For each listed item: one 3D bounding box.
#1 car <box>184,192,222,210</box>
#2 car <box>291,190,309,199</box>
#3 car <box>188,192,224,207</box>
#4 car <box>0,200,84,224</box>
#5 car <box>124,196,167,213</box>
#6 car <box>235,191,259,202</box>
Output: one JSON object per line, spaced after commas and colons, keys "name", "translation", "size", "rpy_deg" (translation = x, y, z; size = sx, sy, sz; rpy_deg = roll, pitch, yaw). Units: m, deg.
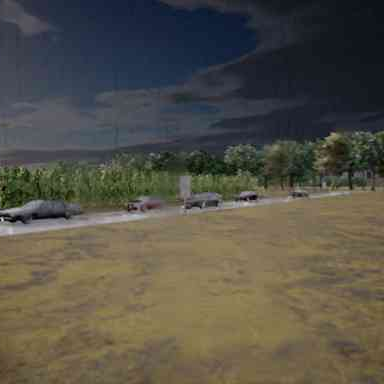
{"name": "car", "translation": [1.149, 0.916, 32.557], "size": [1.837, 1.490, 4.892], "rpy_deg": [0, 1, 35]}
{"name": "car", "translation": [18.792, 0.321, 57.538], "size": [1.882, 1.535, 5.008], "rpy_deg": [0, 1, 35]}
{"name": "car", "translation": [1.719, 0.812, 38.456], "size": [1.837, 1.490, 4.892], "rpy_deg": [0, 1, 36]}
{"name": "car", "translation": [-9.803, 1.229, 22.085], "size": [2.033, 1.411, 5.357], "rpy_deg": [0, 1, 34]}
{"name": "car", "translation": [-4.163, 1.061, 30.158], "size": [1.994, 1.385, 4.181], "rpy_deg": [0, 1, 34]}
{"name": "car", "translation": [7.799, 0.592, 47.004], "size": [1.882, 1.535, 5.008], "rpy_deg": [0, 1, 36]}
